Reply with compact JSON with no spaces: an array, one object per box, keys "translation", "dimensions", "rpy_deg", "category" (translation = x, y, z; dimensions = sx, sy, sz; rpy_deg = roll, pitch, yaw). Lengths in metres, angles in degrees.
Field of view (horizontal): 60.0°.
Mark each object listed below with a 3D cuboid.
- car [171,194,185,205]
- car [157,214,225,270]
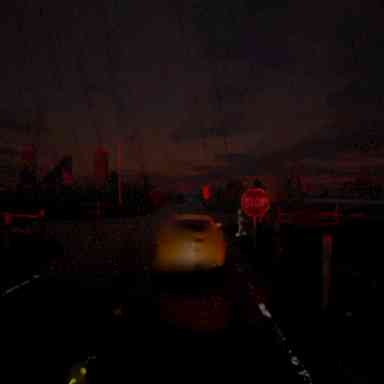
[{"translation":[-2.823,1.581,60.863],"dimensions":[2.033,1.411,5.357],"rpy_deg":[0,0,1],"category":"car"},{"translation":[-0.021,1.471,11.016],"dimensions":[1.882,1.535,5.008],"rpy_deg":[0,0,0],"category":"car"}]
